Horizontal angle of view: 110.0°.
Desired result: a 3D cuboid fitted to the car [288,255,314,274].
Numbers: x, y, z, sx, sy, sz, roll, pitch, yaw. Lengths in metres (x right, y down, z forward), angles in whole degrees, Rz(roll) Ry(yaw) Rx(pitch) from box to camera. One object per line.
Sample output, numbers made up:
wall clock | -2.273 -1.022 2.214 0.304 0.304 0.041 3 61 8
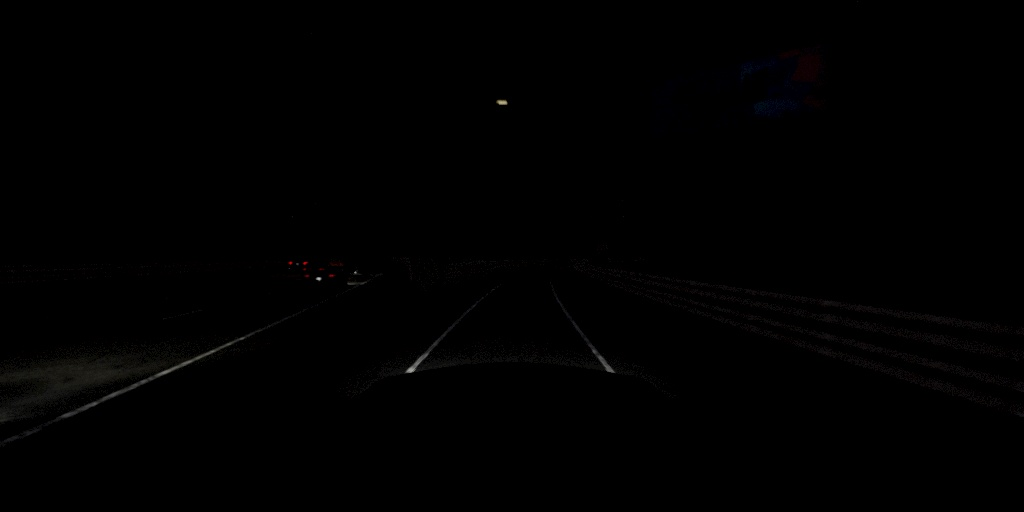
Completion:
car | -24.204 0.984 41.763 2.150 2.045 5.566 1 -1 -16

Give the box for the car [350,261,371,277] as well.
car | -15.495 1.321 36.325 1.837 1.490 4.892 1 -1 -16

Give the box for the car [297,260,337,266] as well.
car | -18.379 1.328 33.990 1.994 1.385 4.181 1 0 -16

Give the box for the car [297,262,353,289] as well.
car | -11.908 1.318 23.119 1.994 1.385 4.181 1 -1 -15
